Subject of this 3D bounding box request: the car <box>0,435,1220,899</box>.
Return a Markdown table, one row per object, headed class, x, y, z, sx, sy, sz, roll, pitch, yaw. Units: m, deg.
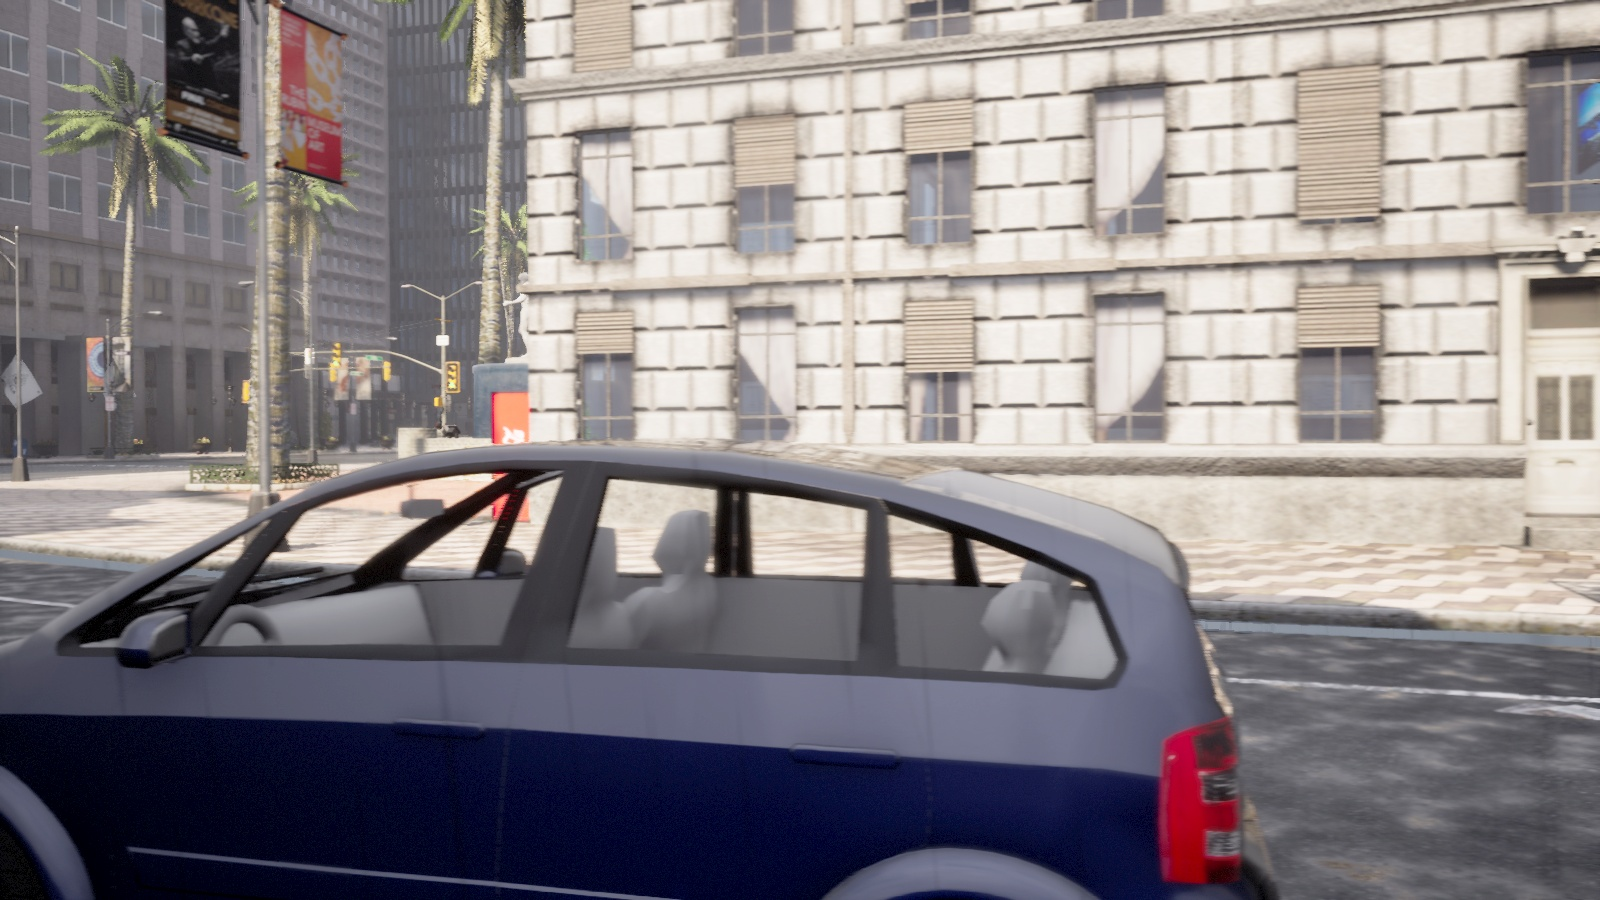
| class | x | y | z | sx | sy | sz | roll | pitch | yaw |
| --- | --- | --- | --- | --- | --- | --- | --- | --- | --- |
| car | -0.833 | 0.746 | 3.520 | 3.705 | 1.549 | 1.789 | 1 | 1 | 15 |
